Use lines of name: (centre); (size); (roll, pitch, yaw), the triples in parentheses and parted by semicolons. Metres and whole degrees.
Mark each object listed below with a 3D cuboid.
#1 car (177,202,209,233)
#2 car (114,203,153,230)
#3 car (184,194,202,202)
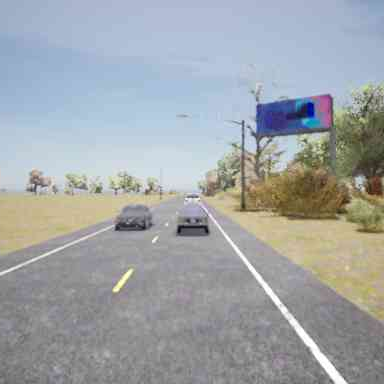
car: (0.066, 1.554, 19.880); (2.033, 1.411, 5.357); (0, 0, 1)
car: (-3.572, 1.513, 21.036); (1.837, 1.490, 4.892); (0, 0, 0)
car: (0.101, 1.235, 43.404); (2.150, 2.045, 5.566); (0, 0, 0)
